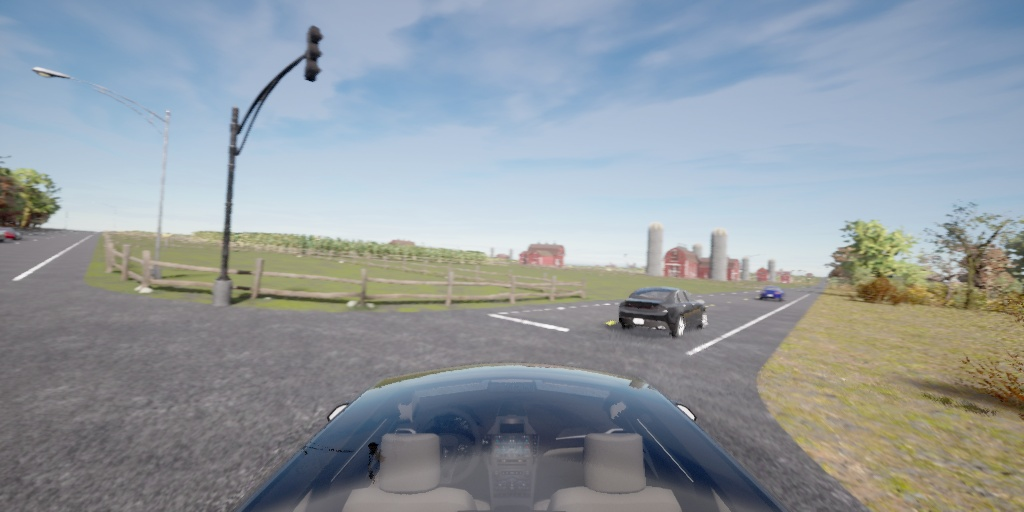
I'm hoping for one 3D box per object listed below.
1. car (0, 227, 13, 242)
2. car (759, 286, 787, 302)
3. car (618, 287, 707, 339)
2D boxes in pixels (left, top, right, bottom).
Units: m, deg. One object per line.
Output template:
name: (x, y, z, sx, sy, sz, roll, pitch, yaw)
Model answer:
car: (-48.885, -2.074, 33.325, 4.902, 1.511, 2.128, 4, 0, 41)
car: (27.071, 3.879, 37.197, 1.812, 1.442, 4.674, 3, -2, 41)
car: (5.448, 1.861, 12.708, 1.837, 1.490, 4.892, 0, -3, 41)
